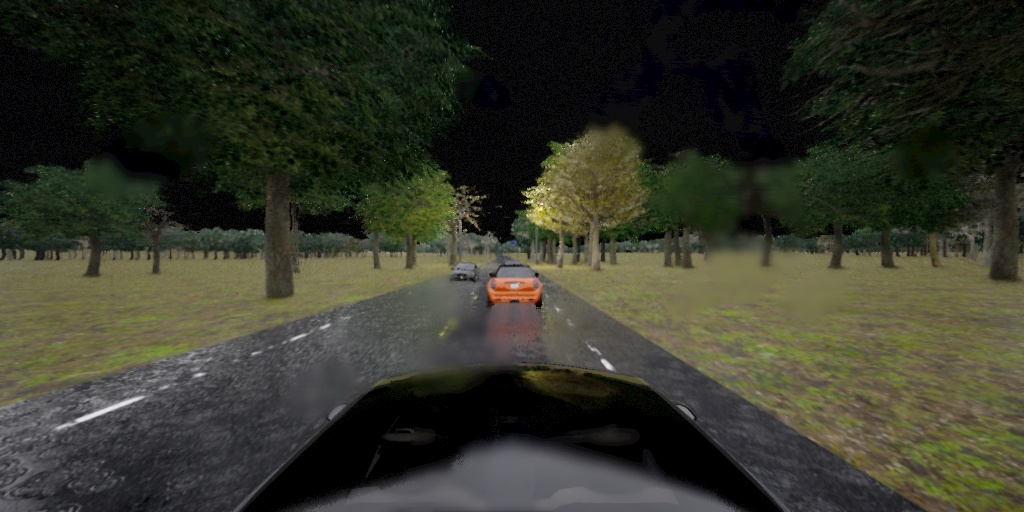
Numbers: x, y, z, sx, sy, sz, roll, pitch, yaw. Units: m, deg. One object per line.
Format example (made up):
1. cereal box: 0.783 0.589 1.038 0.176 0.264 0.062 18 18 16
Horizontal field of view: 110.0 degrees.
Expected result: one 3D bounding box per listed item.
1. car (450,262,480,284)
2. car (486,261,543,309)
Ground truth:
1. car: -3.494 1.246 27.395 1.837 1.490 4.892 0 0 0
2. car: 0.097 1.097 15.140 2.097 1.767 4.553 0 0 0
